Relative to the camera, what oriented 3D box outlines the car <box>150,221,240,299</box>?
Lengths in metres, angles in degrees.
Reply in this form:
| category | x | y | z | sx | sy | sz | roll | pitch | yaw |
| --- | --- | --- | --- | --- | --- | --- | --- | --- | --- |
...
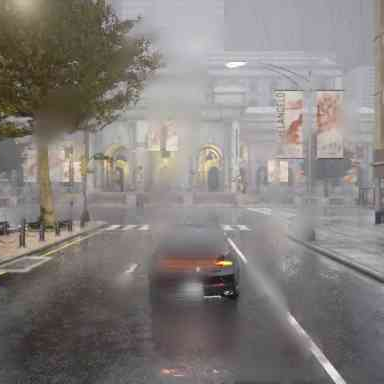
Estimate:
| category | x | y | z | sx | sy | sz | roll | pitch | yaw |
| --- | --- | --- | --- | --- | --- | --- | --- | --- | --- |
| car | 0.064 | 1.505 | 8.449 | 1.837 | 1.490 | 4.892 | 0 | 0 | 0 |
